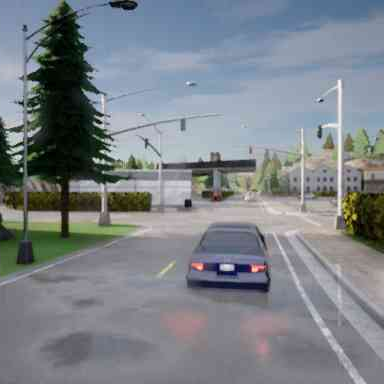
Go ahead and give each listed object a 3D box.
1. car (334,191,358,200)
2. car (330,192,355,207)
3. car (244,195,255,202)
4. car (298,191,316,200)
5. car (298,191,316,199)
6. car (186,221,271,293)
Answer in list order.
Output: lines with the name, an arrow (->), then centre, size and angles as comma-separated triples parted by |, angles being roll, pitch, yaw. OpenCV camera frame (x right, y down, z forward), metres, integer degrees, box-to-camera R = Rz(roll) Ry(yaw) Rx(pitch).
car -> 34.595, 0.749, 74.689 | 4.605, 1.855, 1.932 | 0, 0, 10
car -> 20.279, 1.132, 42.407 | 5.027, 1.636, 2.152 | 0, 0, 10
car -> 11.255, 1.228, 64.819 | 1.812, 1.442, 4.674 | 0, 0, 10
car -> 26.241, 1.008, 76.141 | 3.806, 1.475, 1.970 | 0, 0, 10
car -> 27.426, 0.710, 79.305 | 3.866, 1.878, 1.905 | 0, 0, 10
car -> 1.098, 1.506, 8.944 | 2.033, 1.411, 5.357 | 0, 0, 10
